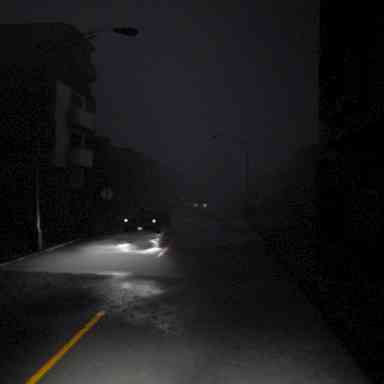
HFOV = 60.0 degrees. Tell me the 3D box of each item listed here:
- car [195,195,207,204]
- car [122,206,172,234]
[{"bbox_3d":[1.703,1.307,59.848,1.882,1.535,5.008,1,0,6],"label":"car"},{"bbox_3d":[-2.394,1.508,18.752,1.895,1.301,4.718,1,0,6],"label":"car"}]
